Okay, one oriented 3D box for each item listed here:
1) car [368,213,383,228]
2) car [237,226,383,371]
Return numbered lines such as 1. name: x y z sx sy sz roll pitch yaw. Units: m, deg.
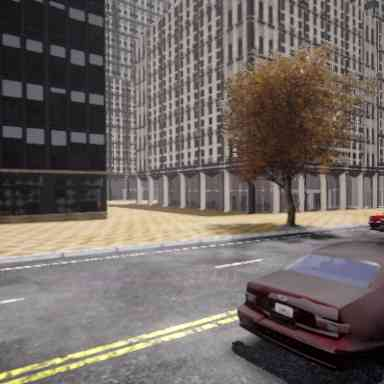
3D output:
1. car: 13.134 1.720 21.043 4.718 1.301 1.895 0 0 -35
2. car: 3.228 1.578 5.747 5.357 1.411 2.033 0 0 -35
